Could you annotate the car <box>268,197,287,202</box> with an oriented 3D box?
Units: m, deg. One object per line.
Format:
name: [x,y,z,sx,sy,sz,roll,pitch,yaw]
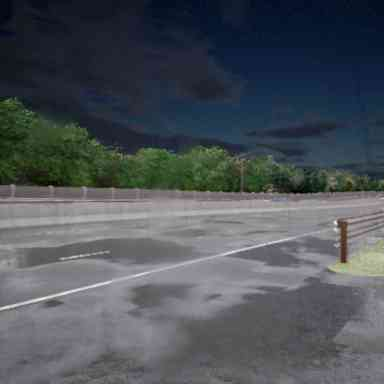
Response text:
car: [17.493,2.130,67.767,2.150,2.045,5.566,0,-1,39]

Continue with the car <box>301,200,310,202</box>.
car: [27.327,2.697,79.730,1.994,1.385,4.181,0,-1,39]
